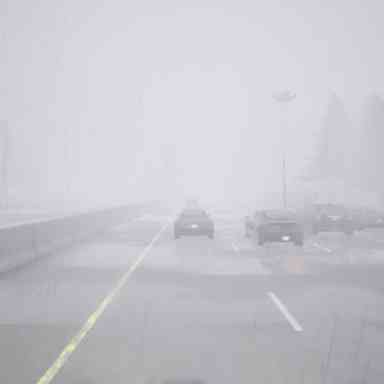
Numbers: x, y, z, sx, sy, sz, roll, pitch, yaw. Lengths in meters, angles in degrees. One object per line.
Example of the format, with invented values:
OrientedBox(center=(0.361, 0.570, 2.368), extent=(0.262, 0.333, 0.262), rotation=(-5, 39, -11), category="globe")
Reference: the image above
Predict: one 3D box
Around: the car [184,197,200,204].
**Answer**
OrientedBox(center=(0.020, 1.517, 45.212), extent=(1.837, 1.490, 4.892), rotation=(0, 0, 0), category="car")

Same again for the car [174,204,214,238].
OrientedBox(center=(0.095, 1.569, 17.610), extent=(1.994, 1.385, 4.181), rotation=(0, 0, 0), category="car")

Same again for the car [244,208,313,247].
OrientedBox(center=(3.597, 1.510, 15.167), extent=(1.837, 1.490, 4.892), rotation=(0, 0, 0), category="car")

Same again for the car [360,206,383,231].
OrientedBox(center=(10.590, 1.570, 20.839), extent=(1.994, 1.385, 4.181), rotation=(0, 0, 0), category="car")

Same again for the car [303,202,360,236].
OrientedBox(center=(7.093, 1.357, 18.628), extent=(2.097, 1.767, 4.553), rotation=(0, 0, 0), category="car")
